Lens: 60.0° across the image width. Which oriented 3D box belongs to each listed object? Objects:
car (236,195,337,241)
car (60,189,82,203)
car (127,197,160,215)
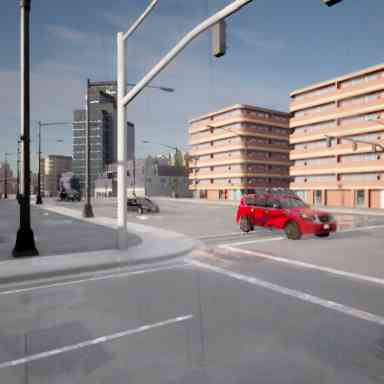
[{"bbox_3d":[4.543,1.162,16.987,2.150,2.045,5.566,0,0,-30],"label":"car"},{"bbox_3d":[-18.974,0.541,51.890,2.150,2.045,5.566,0,1,-34],"label":"car"},{"bbox_3d":[-4.714,1.264,30.896,1.837,1.490,4.892,0,1,-34],"label":"car"}]
